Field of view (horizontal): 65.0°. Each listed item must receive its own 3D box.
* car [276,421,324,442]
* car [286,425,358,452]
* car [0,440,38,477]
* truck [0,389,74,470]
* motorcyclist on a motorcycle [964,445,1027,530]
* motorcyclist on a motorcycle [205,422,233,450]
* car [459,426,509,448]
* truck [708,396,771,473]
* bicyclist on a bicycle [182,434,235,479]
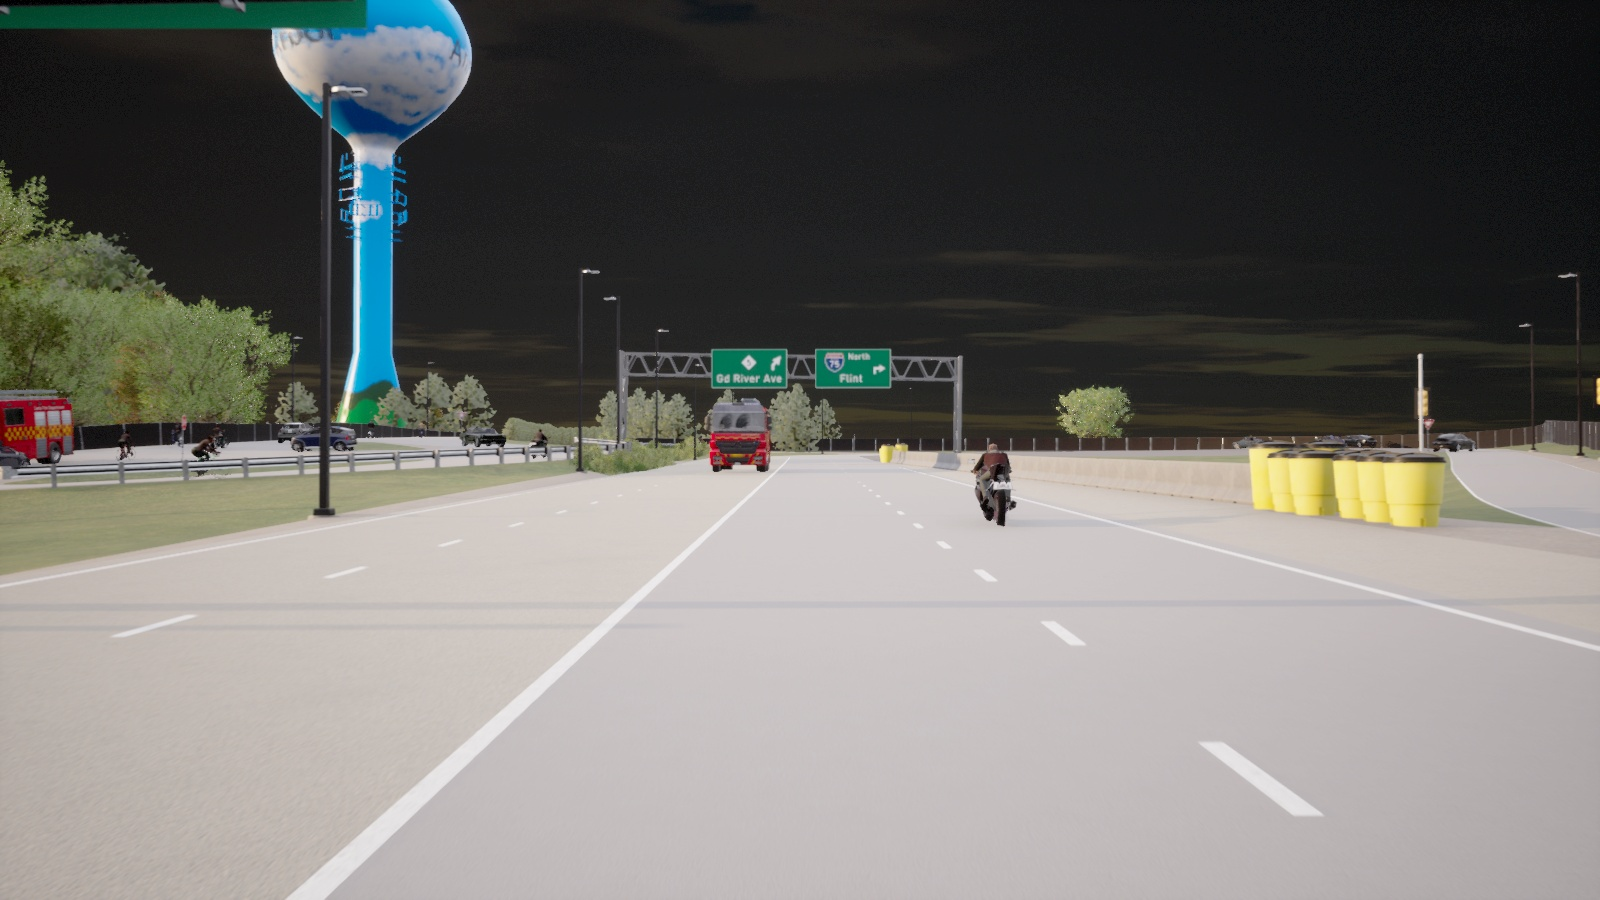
[{"bbox_3d":[-36.704,-1.372,92.211,1.970,1.475,3.806,0,2,1],"label":"car"},{"bbox_3d":[-28.878,-0.705,75.938,3.705,1.549,1.789,0,3,-1],"label":"car"},{"bbox_3d":[-36.430,0.388,56.644,1.845,1.501,3.633,0,3,1],"label":"car"},{"bbox_3d":[-39.720,-1.078,61.977,2.891,3.827,8.468,0,3,-1],"label":"truck"},{"bbox_3d":[3.650,0.664,23.650,0.866,1.530,2.191,0,0,0],"label":"motorcyclist on a motorcycle"},{"bbox_3d":[-36.894,-0.905,79.750,0.766,1.649,2.350,1,2,-3],"label":"motorcyclist on a motorcycle"},{"bbox_3d":[-20.870,-0.858,82.736,1.895,1.301,4.718,0,2,-31],"label":"car"},{"bbox_3d":[-3.102,-0.782,66.684,2.891,3.827,8.468,0,0,0],"label":"truck"},{"bbox_3d":[-22.197,0.229,47.124,1.656,1.620,0.582,-2,1,-41],"label":"bicyclist on a bicycle"}]
